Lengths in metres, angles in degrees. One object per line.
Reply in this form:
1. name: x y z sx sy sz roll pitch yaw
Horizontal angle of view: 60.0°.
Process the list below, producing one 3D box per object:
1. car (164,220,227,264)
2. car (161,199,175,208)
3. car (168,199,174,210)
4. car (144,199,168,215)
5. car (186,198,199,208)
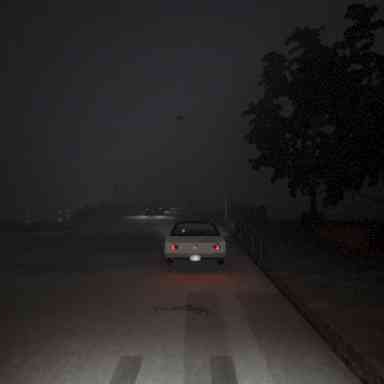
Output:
1. car: 0.097 1.683 12.104 1.895 1.301 4.718 0 0 0
2. car: -4.002 1.931 56.850 2.033 1.411 5.357 0 0 0
3. car: -4.074 1.861 46.510 2.033 1.411 5.357 0 0 0
4. car: -4.097 1.754 36.812 1.837 1.490 4.892 0 0 0
5. car: 0.097 1.733 56.456 2.097 1.767 4.553 0 0 0
